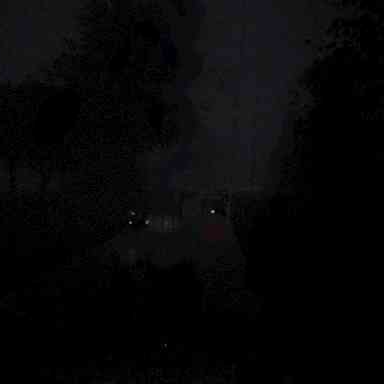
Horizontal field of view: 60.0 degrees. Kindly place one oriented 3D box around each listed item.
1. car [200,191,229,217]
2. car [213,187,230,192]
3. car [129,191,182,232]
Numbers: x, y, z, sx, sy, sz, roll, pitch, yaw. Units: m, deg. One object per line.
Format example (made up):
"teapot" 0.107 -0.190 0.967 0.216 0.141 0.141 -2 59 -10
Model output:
"car" 1.693 0.999 25.407 1.837 1.490 4.892 0 3 6
"car" 3.766 0.153 42.717 2.128 1.511 4.902 0 3 7
"car" -1.848 1.018 18.585 2.150 2.045 5.566 2 2 5
